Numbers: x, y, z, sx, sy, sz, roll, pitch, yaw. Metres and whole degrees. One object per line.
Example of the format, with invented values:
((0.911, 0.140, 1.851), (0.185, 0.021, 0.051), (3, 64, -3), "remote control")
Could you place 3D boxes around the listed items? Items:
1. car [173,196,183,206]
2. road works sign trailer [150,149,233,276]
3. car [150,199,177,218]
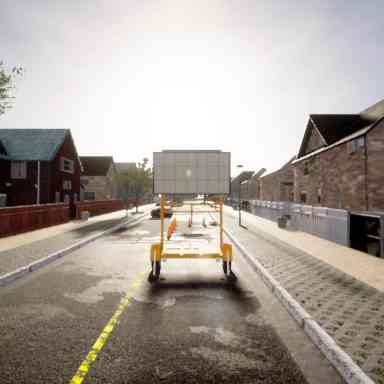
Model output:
((-2.777, 1.710, 62.354), (2.097, 1.767, 4.553), (0, -1, 0), "car")
((-0.008, 0.483, 10.393), (2.380, 3.560, 2.880), (0, 0, 1), "road works sign trailer")
((-2.864, 1.664, 32.286), (2.033, 1.411, 5.357), (0, 0, 0), "car")
